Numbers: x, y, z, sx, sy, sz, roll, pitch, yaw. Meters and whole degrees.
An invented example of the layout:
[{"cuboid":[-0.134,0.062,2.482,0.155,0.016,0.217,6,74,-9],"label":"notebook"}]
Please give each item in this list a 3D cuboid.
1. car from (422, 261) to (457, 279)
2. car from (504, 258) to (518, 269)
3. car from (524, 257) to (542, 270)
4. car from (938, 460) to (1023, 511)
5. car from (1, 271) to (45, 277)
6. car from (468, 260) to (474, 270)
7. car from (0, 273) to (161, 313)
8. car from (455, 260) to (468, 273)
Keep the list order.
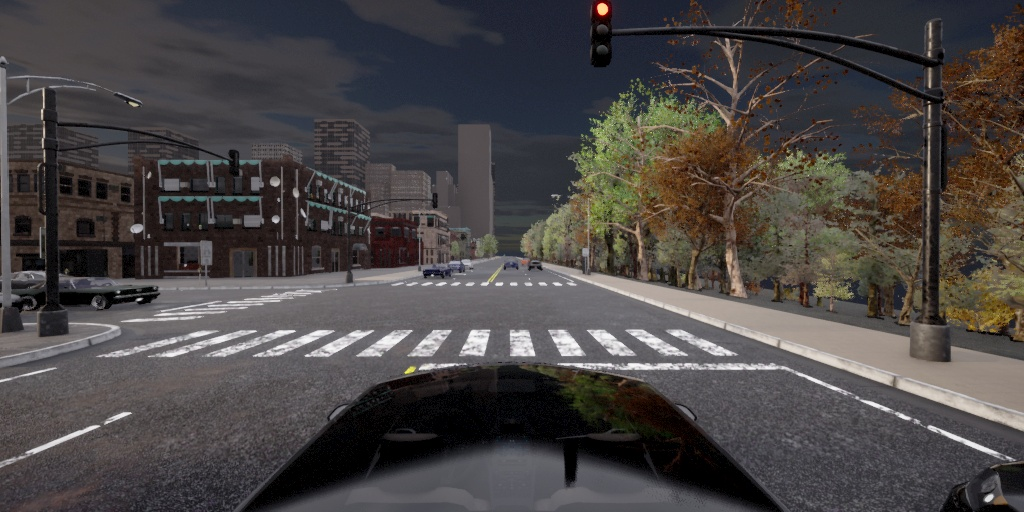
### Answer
[{"cuboid":[-6.729,1.341,32.904,1.895,1.301,4.718,0,0,2],"label":"car"},{"cuboid":[-0.138,1.082,55.126,2.097,1.767,4.553,0,0,0],"label":"car"},{"cuboid":[3.134,1.237,50.363,1.837,1.490,4.892,0,0,0],"label":"car"},{"cuboid":[3.363,1.314,0.200,1.994,1.385,4.181,0,0,-1],"label":"car"},{"cuboid":[-28.365,1.560,21.004,4.403,1.370,2.007,0,0,0],"label":"car"},{"cuboid":[-6.805,1.257,53.345,1.812,1.442,4.674,0,0,0],"label":"car"},{"cuboid":[-17.947,1.549,15.194,4.718,1.301,1.895,-1,1,1],"label":"car"},{"cuboid":[-6.771,1.261,43.075,1.812,1.442,4.674,0,0,0],"label":"car"}]
